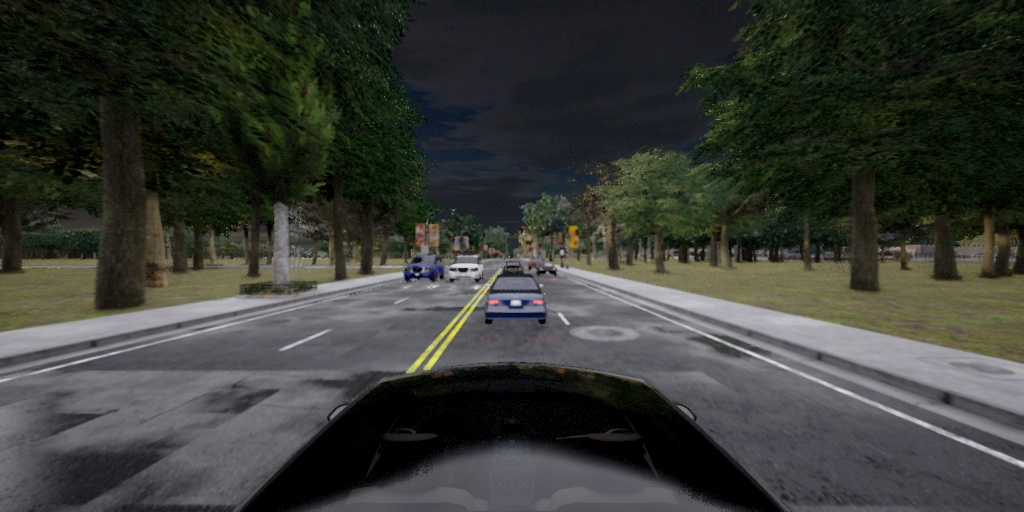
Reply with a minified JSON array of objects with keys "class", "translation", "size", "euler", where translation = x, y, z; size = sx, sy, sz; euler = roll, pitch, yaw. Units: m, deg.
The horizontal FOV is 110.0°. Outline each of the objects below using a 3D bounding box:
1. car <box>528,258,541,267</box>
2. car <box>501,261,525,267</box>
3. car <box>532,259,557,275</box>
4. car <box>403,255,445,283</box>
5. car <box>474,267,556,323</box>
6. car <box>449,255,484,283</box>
[{"class":"car","translation":[3.320,1.022,49.621],"size":[2.097,1.767,4.553],"euler":[0,0,0]},{"class":"car","translation":[0.104,1.200,32.095],"size":[1.837,1.490,4.892],"euler":[0,0,0]},{"class":"car","translation":[3.358,1.291,36.061],"size":[1.895,1.301,4.718],"euler":[0,0,0]},{"class":"car","translation":[-6.595,0.926,27.659],"size":[2.150,2.045,5.566],"euler":[0,0,0]},{"class":"car","translation":[0.102,1.279,11.973],"size":[2.033,1.411,5.357],"euler":[0,0,0]},{"class":"car","translation":[-3.346,0.927,27.262],"size":[2.150,2.045,5.566],"euler":[0,0,0]}]
